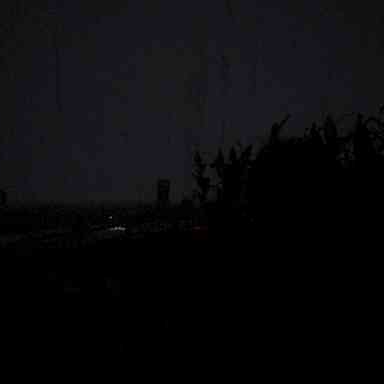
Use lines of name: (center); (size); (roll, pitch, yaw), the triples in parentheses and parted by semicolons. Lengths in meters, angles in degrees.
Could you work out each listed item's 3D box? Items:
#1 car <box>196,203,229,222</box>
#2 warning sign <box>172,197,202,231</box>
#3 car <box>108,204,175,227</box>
car: (2.263, 1.604, 26.993); (2.128, 1.511, 4.902); (1, 0, 35)
warning sign: (-0.285, 1.219, 19.260); (1.300, 1.860, 1.060); (1, 1, 35)
car: (-3.446, 1.607, 23.993); (2.033, 1.411, 5.357); (1, 0, 35)
